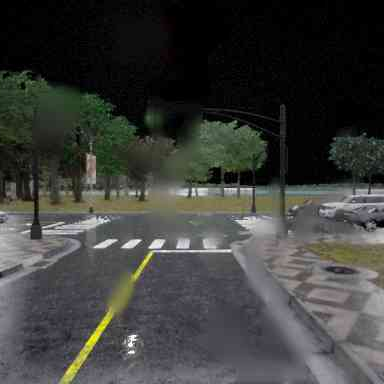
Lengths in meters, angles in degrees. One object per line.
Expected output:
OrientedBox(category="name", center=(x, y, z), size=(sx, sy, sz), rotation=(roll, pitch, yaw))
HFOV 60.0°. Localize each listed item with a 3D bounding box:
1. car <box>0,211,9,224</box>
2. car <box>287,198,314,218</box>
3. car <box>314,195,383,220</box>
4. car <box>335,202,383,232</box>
OrientedBox(category="car", center=(-15.188, 1.537, 22.994), size=(4.674, 1.442, 1.812), rotation=(0, 0, 2))
OrientedBox(category="car", center=(10.887, 1.346, 29.574), size=(4.553, 1.767, 2.097), rotation=(0, 0, 0))
OrientedBox(category="car", center=(13.073, 1.229, 26.312), size=(5.566, 2.045, 2.150), rotation=(0, 0, 0))
OrientedBox(category="car", center=(11.531, 1.526, 19.722), size=(4.902, 1.511, 2.128), rotation=(0, 0, 0))
